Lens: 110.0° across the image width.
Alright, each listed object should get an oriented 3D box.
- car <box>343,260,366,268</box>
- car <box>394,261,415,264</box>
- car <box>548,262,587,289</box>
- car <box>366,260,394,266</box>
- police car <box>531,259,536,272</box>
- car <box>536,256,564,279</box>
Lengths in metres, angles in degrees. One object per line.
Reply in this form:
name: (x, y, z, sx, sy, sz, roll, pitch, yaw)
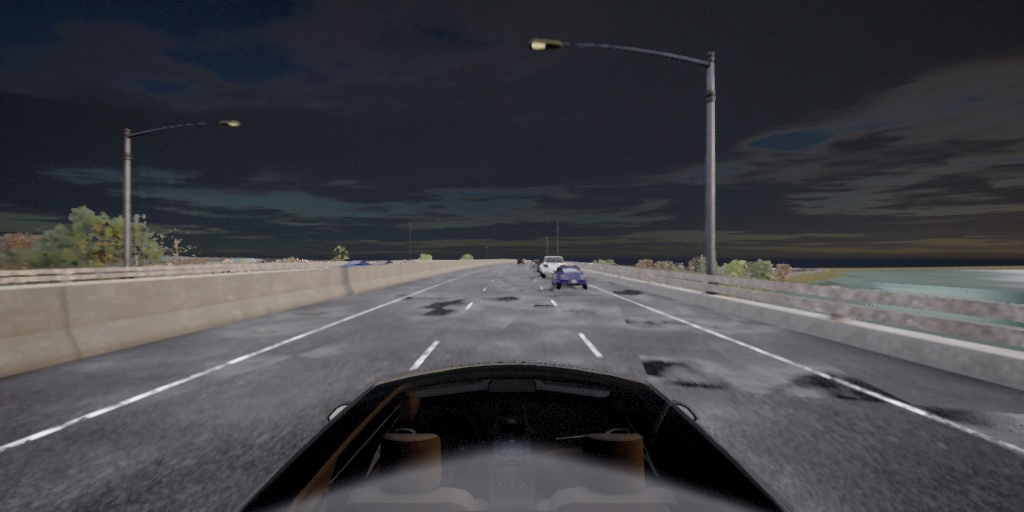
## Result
car: (-20.472, 1.277, 47.462, 1.882, 1.535, 5.008, 0, 0, 2)
car: (-13.482, 1.373, 47.356, 1.994, 1.385, 4.181, 0, 0, 2)
car: (3.617, 1.304, 23.058, 1.812, 1.442, 4.674, 0, 0, 1)
car: (-16.977, 1.282, 47.366, 1.882, 1.535, 5.008, 0, 0, 2)
police car: (3.778, 1.254, 45.581, 1.930, 1.638, 5.238, 1, 0, -7)
car: (3.781, 1.022, 34.010, 2.150, 2.045, 5.566, 0, 0, 1)
